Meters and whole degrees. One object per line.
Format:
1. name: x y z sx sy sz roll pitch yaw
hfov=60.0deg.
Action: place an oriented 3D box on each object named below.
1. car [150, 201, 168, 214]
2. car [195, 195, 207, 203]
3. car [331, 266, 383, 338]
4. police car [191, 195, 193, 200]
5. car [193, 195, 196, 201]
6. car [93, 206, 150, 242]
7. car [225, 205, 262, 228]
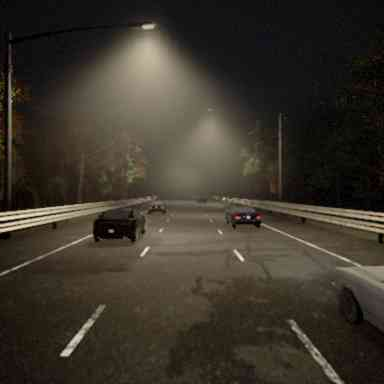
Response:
1. car: -3.749 1.678 37.063 2.033 1.411 5.357 0 0 -1
2. car: 2.304 1.720 73.408 1.882 1.535 5.008 0 0 -2
3. car: 3.584 1.618 4.215 1.895 1.301 4.718 0 0 0
4. police car: 1.532 1.725 95.580 1.930 1.638 5.238 0 0 -2
5. car: 1.944 1.834 84.439 1.994 1.385 4.181 0 0 -2
6. car: -3.497 1.540 16.791 1.882 1.535 5.008 0 0 0
7. car: 3.445 1.632 23.039 2.033 1.411 5.357 0 0 -1
